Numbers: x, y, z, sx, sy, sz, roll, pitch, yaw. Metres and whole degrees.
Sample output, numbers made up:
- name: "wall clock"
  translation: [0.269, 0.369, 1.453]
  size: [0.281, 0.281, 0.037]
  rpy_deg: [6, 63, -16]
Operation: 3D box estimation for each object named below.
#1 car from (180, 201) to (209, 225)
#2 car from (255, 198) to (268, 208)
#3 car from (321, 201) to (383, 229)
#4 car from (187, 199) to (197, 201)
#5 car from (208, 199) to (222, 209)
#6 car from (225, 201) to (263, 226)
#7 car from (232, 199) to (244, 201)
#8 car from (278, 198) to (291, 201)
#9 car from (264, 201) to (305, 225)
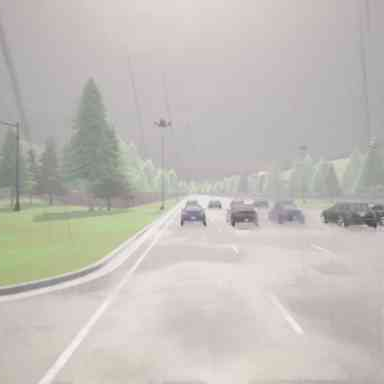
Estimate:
- name: "car"
  translation: [0.098, 1.648, 25.224]
  size: [1.812, 1.442, 4.674]
  rpy_deg: [0, 0, 0]
- name: "car"
  translation: [10.493, 1.750, 50.610]
  size: [1.837, 1.490, 4.892]
  rpy_deg: [0, 0, 0]
- name: "car"
  translation: [10.597, 1.463, 22.834]
  size: [2.097, 1.767, 4.553]
  rpy_deg: [0, 0, 0]
- name: "car"
  translation: [-0.005, 1.737, 50.782]
  size: [2.128, 1.511, 4.902]
  rpy_deg: [0, 0, 0]
- name: "car"
  translation: [3.496, 1.810, 50.865]
  size: [1.994, 1.385, 4.181]
  rpy_deg: [0, 0, 0]
- name: "car"
  translation: [3.597, 1.622, 24.305]
  size: [1.837, 1.490, 4.892]
  rpy_deg: [0, -1, 0]
- name: "car"
  translation: [6.995, 1.738, 50.783]
  size: [2.128, 1.511, 4.902]
  rpy_deg: [0, 0, 0]
- name: "car"
  translation: [13.994, 1.723, 50.743]
  size: [1.882, 1.535, 5.008]
  rpy_deg: [0, 0, 0]
- name: "car"
  translation: [7.098, 1.648, 25.195]
  size: [1.812, 1.442, 4.674]
  rpy_deg: [0, 0, 0]
